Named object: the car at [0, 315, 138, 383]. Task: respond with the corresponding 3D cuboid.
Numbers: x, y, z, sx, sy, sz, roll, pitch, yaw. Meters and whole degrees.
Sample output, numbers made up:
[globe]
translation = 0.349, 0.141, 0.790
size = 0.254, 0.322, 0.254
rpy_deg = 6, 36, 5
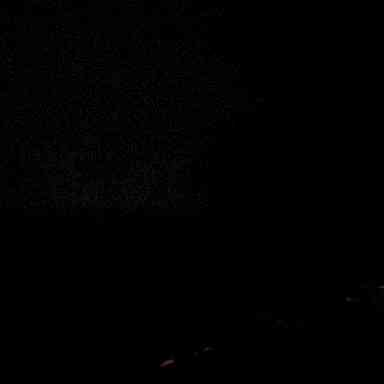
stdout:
[car]
translation = -2.515, 1.492, 1.277
size = 4.902, 1.511, 2.128
rpy_deg = 0, 0, -36
